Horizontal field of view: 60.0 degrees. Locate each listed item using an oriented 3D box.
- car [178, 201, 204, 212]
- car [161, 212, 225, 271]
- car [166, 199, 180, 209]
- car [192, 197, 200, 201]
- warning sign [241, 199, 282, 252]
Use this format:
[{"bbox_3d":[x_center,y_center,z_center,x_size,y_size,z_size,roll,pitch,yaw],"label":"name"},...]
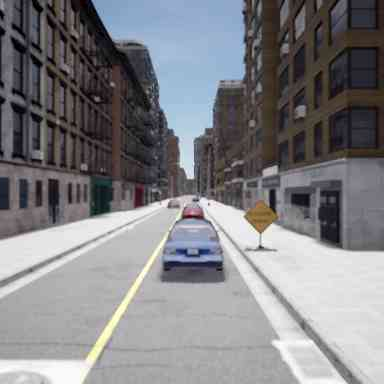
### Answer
[{"bbox_3d":[0.071,1.756,30.397,1.994,1.385,4.181,0,0,0],"label":"car"},{"bbox_3d":[0.044,1.621,11.207,2.033,1.411,5.357,0,0,0],"label":"car"},{"bbox_3d":[-2.836,1.844,51.786,1.812,1.442,4.674,0,0,0],"label":"car"},{"bbox_3d":[0.948,1.977,82.247,1.837,1.490,4.892,0,0,0],"label":"car"},{"bbox_3d":[2.521,1.195,12.246,1.300,1.860,1.060,0,0,0],"label":"warning sign"}]
